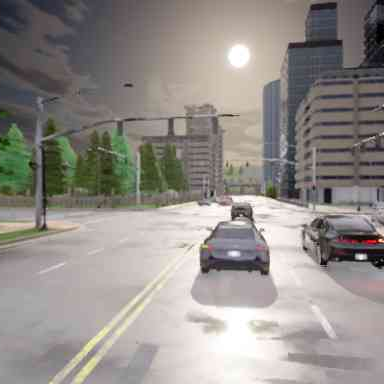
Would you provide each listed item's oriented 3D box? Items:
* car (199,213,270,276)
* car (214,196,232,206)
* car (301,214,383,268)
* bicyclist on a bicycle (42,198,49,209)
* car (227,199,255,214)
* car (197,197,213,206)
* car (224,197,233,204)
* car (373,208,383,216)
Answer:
[{"bbox_3d":[1.392,1.605,10.692,1.994,1.385,4.181,0,0,8],"label":"car"},{"bbox_3d":[5.633,1.576,58.290,2.097,1.767,4.553,0,0,10],"label":"car"},{"bbox_3d":[5.075,1.564,11.649,1.837,1.490,4.892,0,0,9],"label":"car"},{"bbox_3d":[-19.145,1.383,43.539,0.582,1.620,1.656,0,0,9],"label":"bicyclist on a bicycle"},{"bbox_3d":[4.378,1.621,28.922,1.837,1.490,4.892,0,0,11],"label":"car"},{"bbox_3d":[2.133,1.812,58.530,1.895,1.301,4.718,0,0,10],"label":"car"},{"bbox_3d":[8.115,1.786,73.559,1.837,1.490,4.892,0,0,9],"label":"car"},{"bbox_3d":[15.260,1.663,23.468,4.674,1.442,1.812,0,-1,3],"label":"car"}]
